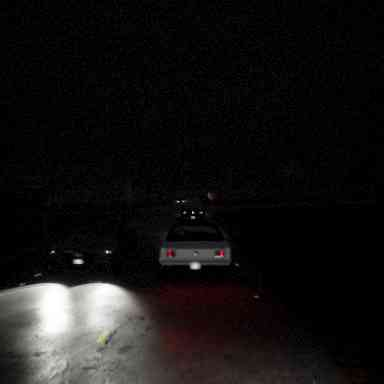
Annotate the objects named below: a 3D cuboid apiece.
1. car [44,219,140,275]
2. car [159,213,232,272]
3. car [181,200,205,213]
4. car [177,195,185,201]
[{"bbox_3d":[-2.847,1.550,10.296,1.994,1.385,4.181,0,0,0],"label":"car"},{"bbox_3d":[0.086,1.586,10.641,1.895,1.301,4.718,0,0,0],"label":"car"},{"bbox_3d":[0.087,1.574,26.770,1.895,1.301,4.718,0,0,0],"label":"car"},{"bbox_3d":[-2.753,1.469,83.603,1.882,1.535,5.008,0,0,0],"label":"car"}]
